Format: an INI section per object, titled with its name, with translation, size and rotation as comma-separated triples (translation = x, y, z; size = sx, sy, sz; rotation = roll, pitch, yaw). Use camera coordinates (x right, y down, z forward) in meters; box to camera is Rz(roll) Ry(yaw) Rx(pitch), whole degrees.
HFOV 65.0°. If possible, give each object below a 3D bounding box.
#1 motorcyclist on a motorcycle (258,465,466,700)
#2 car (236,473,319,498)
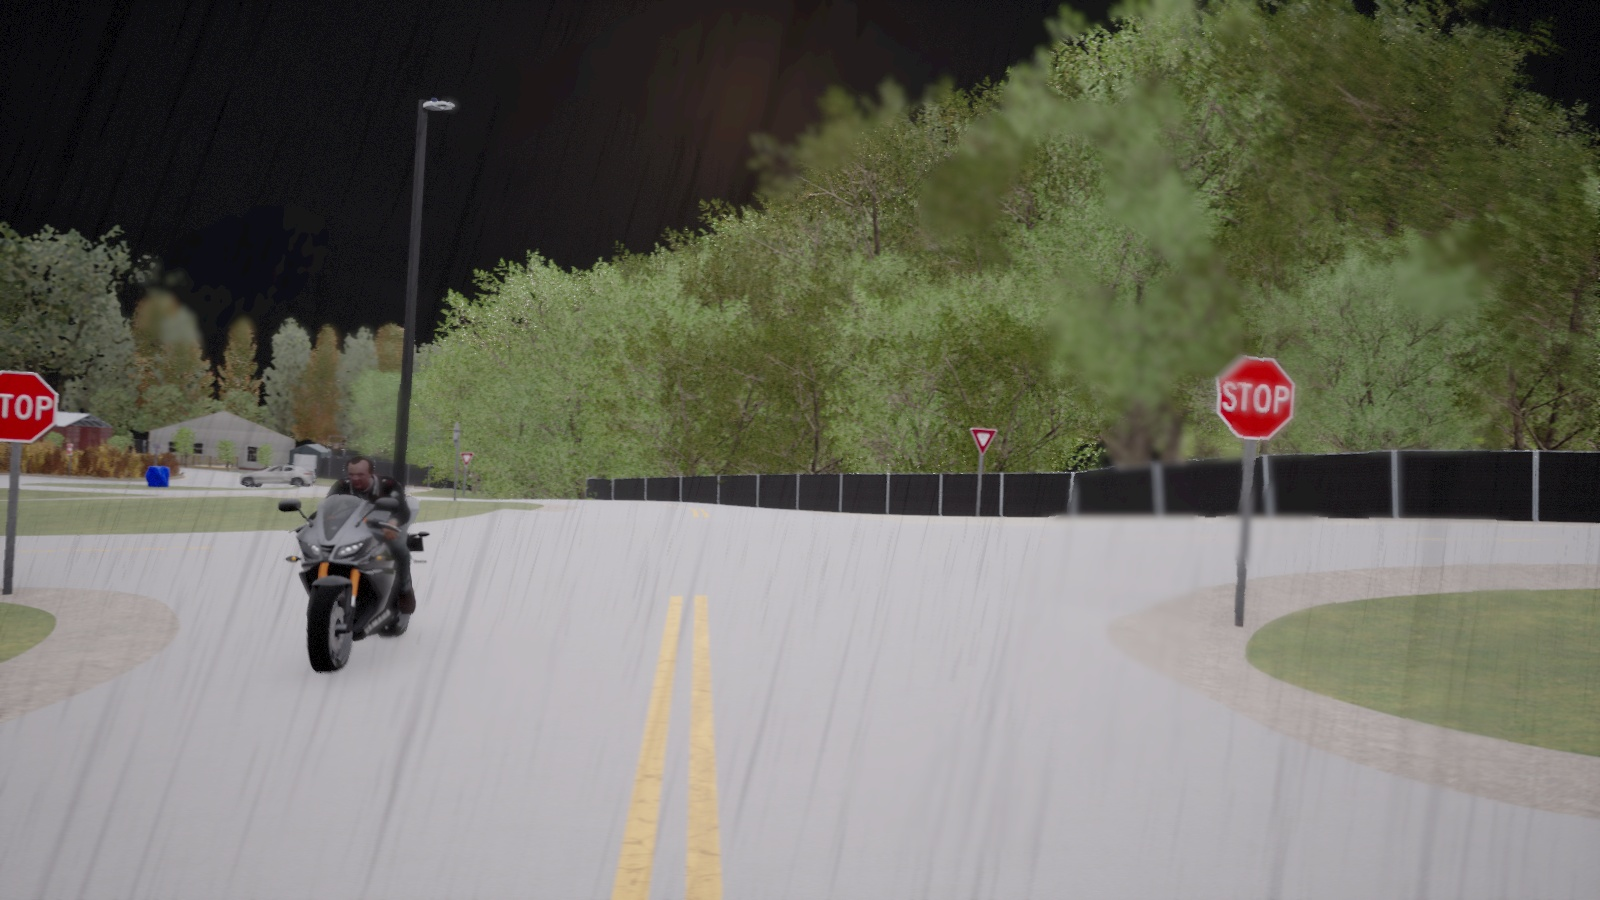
[motorcyclist on a motorcycle]
translation = -3.233, 0.904, 9.542
size = 0.866, 1.530, 2.191
rotation = -1, 0, -2
[car]
translation = -36.770, 2.499, 88.478
size = 5.027, 1.651, 2.152
rotation = 1, -2, -7
